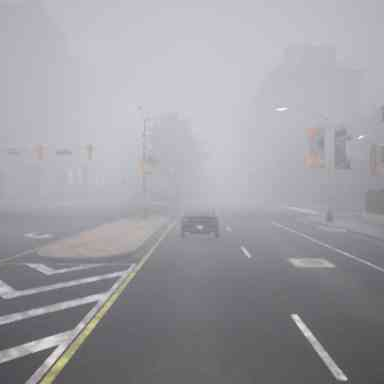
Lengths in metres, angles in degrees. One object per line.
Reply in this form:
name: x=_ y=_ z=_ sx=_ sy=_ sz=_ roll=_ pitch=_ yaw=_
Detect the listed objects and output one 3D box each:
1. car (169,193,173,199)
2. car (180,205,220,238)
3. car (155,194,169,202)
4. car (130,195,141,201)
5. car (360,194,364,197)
car: x=-6.148 y=1.194 z=84.007 sx=1.837 sy=1.490 sz=4.892 roll=0 pitch=0 yaw=1
car: x=0.423 y=1.414 z=17.369 sx=1.882 sy=1.535 sz=5.008 roll=0 pitch=0 yaw=2
car: x=-6.494 y=1.271 z=68.791 sx=2.128 sy=1.511 sz=4.902 roll=0 pitch=0 yaw=1
car: x=-13.058 y=1.317 z=77.010 sx=1.895 sy=1.301 sz=4.718 roll=0 pitch=0 yaw=1
car: x=39.655 y=1.184 z=77.212 sx=2.231 sy=1.521 sz=4.892 roll=0 pitch=0 yaw=1
